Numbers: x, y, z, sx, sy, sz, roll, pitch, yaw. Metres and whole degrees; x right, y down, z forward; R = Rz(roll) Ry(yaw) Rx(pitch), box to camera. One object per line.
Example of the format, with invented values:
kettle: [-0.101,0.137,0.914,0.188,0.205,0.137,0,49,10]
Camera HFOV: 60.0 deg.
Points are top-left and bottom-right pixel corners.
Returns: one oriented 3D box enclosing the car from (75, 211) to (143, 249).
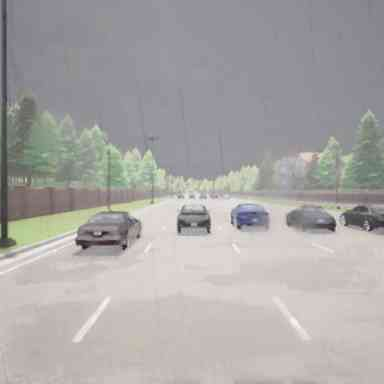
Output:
car: [-3.396,1.532,14.463,2.033,1.411,5.357,0,0,0]

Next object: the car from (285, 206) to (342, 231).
car: [7.106,1.542,20.310,1.994,1.385,4.181,0,0,0]

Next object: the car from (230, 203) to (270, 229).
car: [3.608,1.455,21.367,1.882,1.535,5.008,0,0,0]

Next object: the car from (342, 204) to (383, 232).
car: [10.606,1.484,19.845,1.837,1.490,4.892,0,0,0]

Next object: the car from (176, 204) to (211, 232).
car: [0.106,1.470,19.780,2.128,1.511,4.902,0,0,0]
